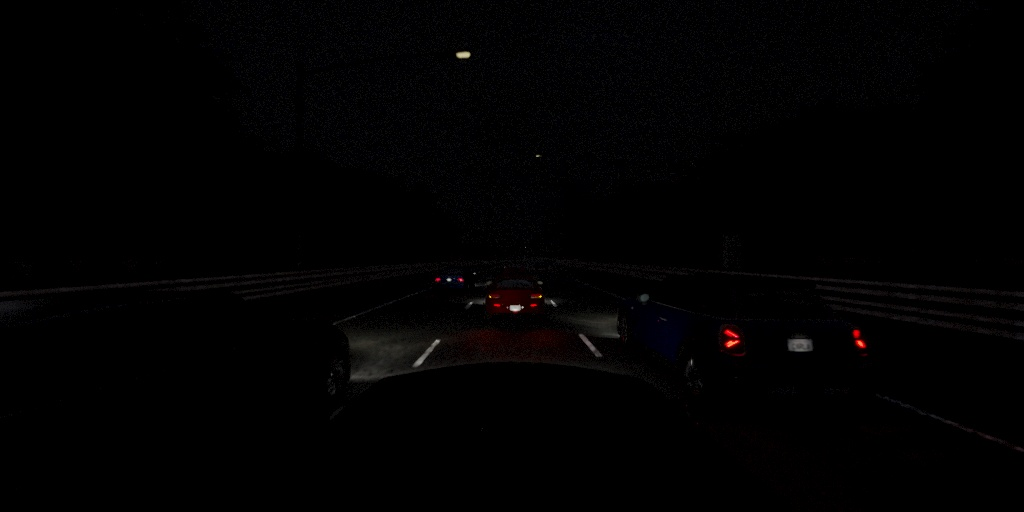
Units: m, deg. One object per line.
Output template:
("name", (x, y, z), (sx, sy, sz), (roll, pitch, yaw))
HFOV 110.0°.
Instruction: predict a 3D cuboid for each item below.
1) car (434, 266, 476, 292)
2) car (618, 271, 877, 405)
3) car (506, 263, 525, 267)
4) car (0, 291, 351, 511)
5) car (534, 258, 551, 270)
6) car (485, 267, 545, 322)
("car", (-3.326, 1.329, 21.626), (2.033, 1.411, 5.357), (0, 0, 1))
("car", (3.497, 1.104, 6.474), (2.097, 1.767, 4.553), (0, 0, 0))
("car", (0.306, 1.283, 29.731), (1.882, 1.535, 5.008), (0, 0, 1))
("car", (-3.399, 1.103, 3.410), (2.097, 1.767, 4.553), (0, 0, 0))
("car", (4.588, 1.441, 56.376), (2.128, 1.511, 4.902), (0, 0, 3))
("car", (0.095, 1.286, 12.284), (1.812, 1.442, 4.674), (0, 0, 0))
